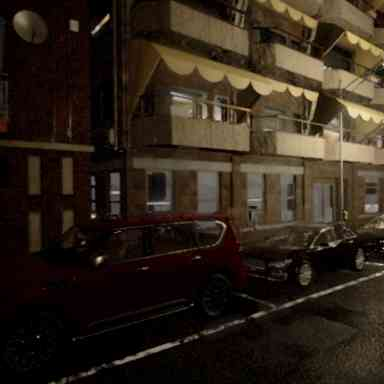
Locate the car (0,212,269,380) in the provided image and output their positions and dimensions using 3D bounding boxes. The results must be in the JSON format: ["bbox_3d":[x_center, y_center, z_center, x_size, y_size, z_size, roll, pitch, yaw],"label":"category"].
[{"bbox_3d":[-1.229,1.333,5.735,5.009,1.841,2.192,0,0,-37],"label":"car"}]

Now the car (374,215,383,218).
[{"bbox_3d":[7.562,1.523,12.439,4.403,1.369,2.008,0,0,-37],"label":"car"}]

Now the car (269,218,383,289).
[{"bbox_3d":[3.168,1.546,9.086,4.403,1.369,2.008,0,0,-37],"label":"car"}]
